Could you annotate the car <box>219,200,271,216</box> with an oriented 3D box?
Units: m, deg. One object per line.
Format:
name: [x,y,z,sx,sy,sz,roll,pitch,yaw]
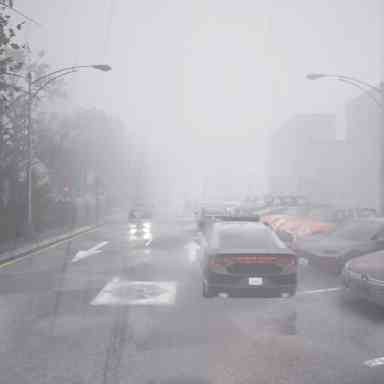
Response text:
car: [5.372,1.560,33.840,4.792,1.488,2.163,1,0,-20]

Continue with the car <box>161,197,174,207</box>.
car: [-3.969,1.617,52.495,1.837,1.490,4.892,0,0,0]

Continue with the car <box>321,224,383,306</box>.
car: [5.311,1.527,6.836,4.674,1.452,2.002,1,0,-20]

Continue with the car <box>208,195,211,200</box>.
car: [5.434,1.583,48.875,5.008,1.535,2.097,1,-1,-20]

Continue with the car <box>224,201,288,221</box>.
car: [5.346,1.544,27.838,4.792,1.488,2.163,1,0,-20]

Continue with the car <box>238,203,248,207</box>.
car: [5.338,1.538,18.845,4.674,1.452,2.002,1,0,-20]

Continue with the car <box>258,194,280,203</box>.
car: [18.449,1.462,79.894,2.435,2.045,5.566,0,0,-21]

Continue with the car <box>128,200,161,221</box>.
car: [-4.016,1.520,27.358,2.128,1.511,4.902,0,0,0]

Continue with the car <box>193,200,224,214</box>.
car: [1.207,1.548,24.558,1.812,1.442,4.674,0,0,0]

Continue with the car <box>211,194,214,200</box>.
car: [5.470,1.446,45.872,4.553,1.767,2.185,1,0,-20]

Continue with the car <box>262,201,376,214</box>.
car: [5.355,1.366,12.848,4.553,1.767,2.185,1,0,-20]

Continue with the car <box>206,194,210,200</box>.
car: [5.275,1.612,57.819,5.366,1.575,1.946,1,0,-20]

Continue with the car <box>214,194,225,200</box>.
car: [5.363,1.270,30.840,5.566,2.045,2.435,1,0,-20]

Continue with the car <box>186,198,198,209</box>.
car: [0.084,1.579,46.164,2.128,1.511,4.902,0,0,0]

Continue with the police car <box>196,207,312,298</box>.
police car: [1.167,1.427,8.668,1.930,1.638,5.238,0,0,0]

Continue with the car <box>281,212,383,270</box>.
car: [5.287,1.517,9.827,4.792,1.488,2.163,1,0,-20]

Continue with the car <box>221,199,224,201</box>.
car: [5.189,1.503,24.781,5.366,1.575,1.946,1,0,-20]

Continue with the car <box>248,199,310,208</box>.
car: [5.364,1.369,15.849,4.553,1.767,2.185,1,0,-20]

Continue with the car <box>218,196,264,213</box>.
car: [5.377,1.413,36.854,4.553,1.767,2.185,1,0,-20]

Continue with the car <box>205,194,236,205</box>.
car: [5.469,1.391,63.913,5.566,2.045,2.435,1,0,-20]

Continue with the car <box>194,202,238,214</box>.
car: [1.189,1.518,18.559,1.837,1.490,4.892,0,0,0]

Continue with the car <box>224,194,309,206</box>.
car: [5.342,1.251,21.824,5.566,2.045,2.435,1,0,-20]
